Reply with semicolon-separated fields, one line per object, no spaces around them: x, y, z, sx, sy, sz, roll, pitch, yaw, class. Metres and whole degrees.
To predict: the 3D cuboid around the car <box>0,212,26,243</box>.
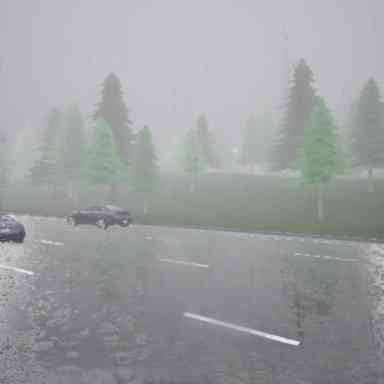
-9.322;1.562;14.931;4.181;1.385;1.994;0;0;35;car

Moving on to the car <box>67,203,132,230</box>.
-5.931;1.492;21.110;4.892;1.490;1.837;1;0;35;car
